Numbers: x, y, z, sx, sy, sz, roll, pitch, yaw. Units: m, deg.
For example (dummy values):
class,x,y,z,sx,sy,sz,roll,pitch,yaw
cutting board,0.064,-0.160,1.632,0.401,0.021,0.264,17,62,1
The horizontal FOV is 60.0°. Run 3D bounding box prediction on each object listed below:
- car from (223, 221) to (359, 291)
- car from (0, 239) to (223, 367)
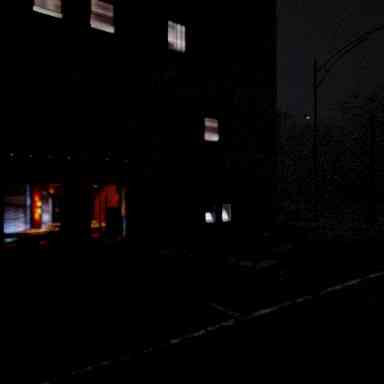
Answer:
class,x,y,z,sx,sy,sz,roll,pitch,yaw
car,2.708,1.454,8.636,4.206,1.307,1.802,-1,1,-35
car,-1.825,1.537,5.404,4.313,1.339,1.947,-1,1,-35
